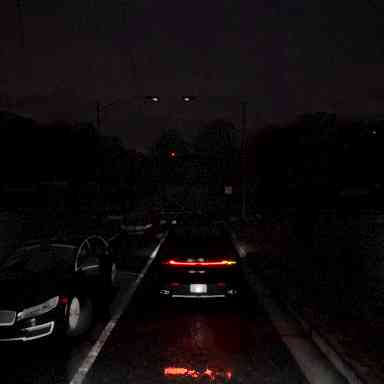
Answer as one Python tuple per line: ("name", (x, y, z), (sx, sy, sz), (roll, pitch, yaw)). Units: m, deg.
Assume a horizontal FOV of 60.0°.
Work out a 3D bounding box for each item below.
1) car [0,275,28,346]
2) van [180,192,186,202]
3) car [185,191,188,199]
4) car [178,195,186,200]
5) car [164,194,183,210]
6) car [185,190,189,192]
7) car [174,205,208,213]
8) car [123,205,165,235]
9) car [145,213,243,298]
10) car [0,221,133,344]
("car", (-2.657, 1.550, 1.066), (2.008, 1.369, 4.403), (-2, 0, 0))
("van", (-2.564, 1.369, 66.343), (1.690, 1.788, 3.998), (-1, 0, 0))
("car", (-2.557, 1.318, 71.886), (2.192, 1.841, 5.009), (-1, 0, 0))
("car", (-2.523, 1.443, 88.507), (2.008, 1.369, 4.403), (-1, 0, 0))
("car", (-2.599, 1.490, 44.187), (1.967, 1.590, 4.097), (-2, 0, 0))
("car", (-2.517, 1.146, 94.056), (2.192, 1.841, 5.009), (-1, 1, 0))
("car", (0.157, 1.604, 18.597), (1.895, 1.301, 4.718), (0, 0, 1))
("car", (-2.633, 1.584, 17.410), (1.802, 1.307, 4.206), (-2, 0, 0))
("car", (0.116, 1.503, 8.466), (1.837, 1.490, 4.892), (0, 0, 0))
("car", (-2.650, 1.549, 6.515), (2.008, 1.369, 4.403), (-2, 0, 0))
